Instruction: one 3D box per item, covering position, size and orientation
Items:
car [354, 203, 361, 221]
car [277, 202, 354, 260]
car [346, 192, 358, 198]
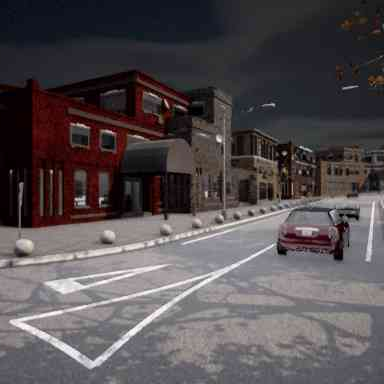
[{"bbox_3d":[12.025,1.447,25.855,1.895,1.301,4.718,0,1,29],"label":"car"},{"bbox_3d":[4.757,1.334,12.668,2.097,1.767,4.553,0,0,29],"label":"car"},{"bbox_3d":[34.115,0.615,70.563,2.033,1.411,5.357,0,1,32],"label":"car"}]
